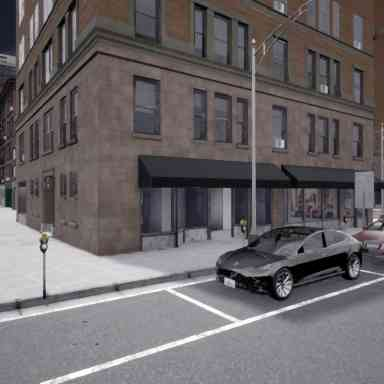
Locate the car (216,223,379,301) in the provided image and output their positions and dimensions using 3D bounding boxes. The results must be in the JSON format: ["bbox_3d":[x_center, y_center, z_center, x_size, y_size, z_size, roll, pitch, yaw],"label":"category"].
[{"bbox_3d":[2.579,1.566,8.367,4.313,1.339,1.947,0,0,-35],"label":"car"}]

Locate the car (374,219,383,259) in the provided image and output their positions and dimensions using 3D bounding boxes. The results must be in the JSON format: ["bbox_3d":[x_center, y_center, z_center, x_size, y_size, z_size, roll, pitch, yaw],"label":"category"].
[{"bbox_3d":[7.060,1.582,11.557,4.206,1.307,1.802,0,0,-35],"label":"car"}]
